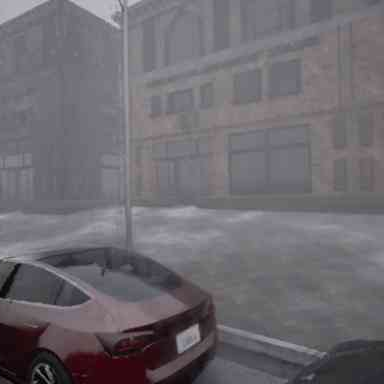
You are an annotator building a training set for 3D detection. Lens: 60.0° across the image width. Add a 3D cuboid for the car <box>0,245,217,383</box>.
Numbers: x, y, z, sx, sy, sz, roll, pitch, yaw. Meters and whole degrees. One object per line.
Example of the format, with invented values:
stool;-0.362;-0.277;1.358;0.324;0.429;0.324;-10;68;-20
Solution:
car;-1.948;1.515;4.680;4.792;1.488;2.163;0;0;35
